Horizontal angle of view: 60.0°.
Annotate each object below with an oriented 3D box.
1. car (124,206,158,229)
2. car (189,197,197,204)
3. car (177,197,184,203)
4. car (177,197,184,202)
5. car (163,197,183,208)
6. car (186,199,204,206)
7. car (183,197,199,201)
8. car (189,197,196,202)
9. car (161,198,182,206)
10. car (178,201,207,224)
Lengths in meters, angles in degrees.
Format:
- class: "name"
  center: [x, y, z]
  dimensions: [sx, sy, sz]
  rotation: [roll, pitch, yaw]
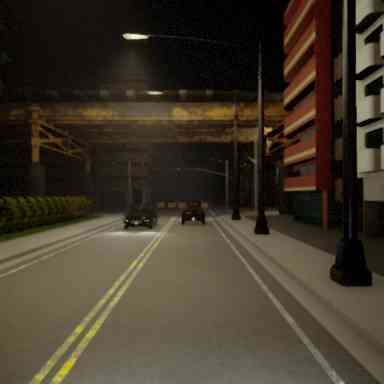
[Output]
- class: "car"
  center: [-3.499, 1.755, 23.285]
  dimensions: [1.837, 1.490, 4.892]
  rotation: [0, 0, 0]
- class: "car"
  center: [0.149, 2.193, 86.471]
  dimensions: [2.038, 1.542, 4.974]
  rotation: [0, 0, 0]
- class: "car"
  center: [-3.282, 2.265, 94.993]
  dimensions: [2.038, 1.542, 4.974]
  rotation: [0, 0, 0]
- class: "car"
  center: [-3.283, 2.108, 95.046]
  dimensions: [1.853, 1.218, 4.536]
  rotation: [0, 0, 0]
- class: "car"
  center: [-3.643, 1.968, 60.183]
  dimensions: [2.038, 1.542, 4.974]
  rotation: [0, -1, 25]
- class: "car"
  center: [0.499, 1.808, 59.925]
  dimensions: [1.853, 1.218, 4.536]
  rotation: [0, -1, -20]
- class: "car"
  center: [0.517, 1.966, 59.875]
  dimensions: [2.038, 1.542, 4.974]
  rotation: [0, -1, -20]
- class: "car"
  center: [0.149, 2.036, 86.524]
  dimensions: [1.853, 1.218, 4.536]
  rotation: [0, 0, 0]
- class: "car"
  center: [-3.621, 1.811, 60.231]
  dimensions: [1.853, 1.218, 4.536]
  rotation: [0, -1, 25]
- class: "car"
  center: [0.101, 1.734, 26.689]
  dimensions: [1.837, 1.490, 4.892]
  rotation: [0, 0, 0]
